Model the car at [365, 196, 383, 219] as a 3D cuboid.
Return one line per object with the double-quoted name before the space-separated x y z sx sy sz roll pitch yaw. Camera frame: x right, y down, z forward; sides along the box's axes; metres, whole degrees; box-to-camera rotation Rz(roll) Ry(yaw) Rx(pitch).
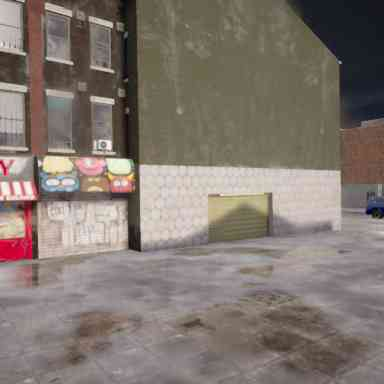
"car" 17.589 1.335 27.907 2.150 2.045 5.566 -1 0 -35
